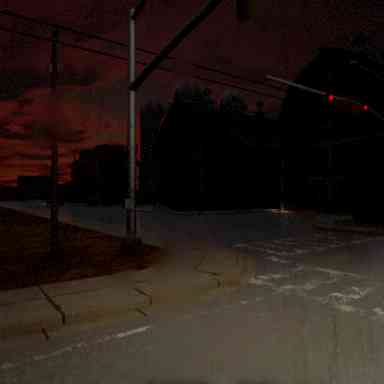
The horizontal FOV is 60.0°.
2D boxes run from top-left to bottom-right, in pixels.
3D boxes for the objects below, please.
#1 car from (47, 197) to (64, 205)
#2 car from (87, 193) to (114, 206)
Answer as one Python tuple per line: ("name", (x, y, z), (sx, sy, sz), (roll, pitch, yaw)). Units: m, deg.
("car", (-23.348, 1.537, 56.654), (1.994, 1.385, 4.181), (0, 0, -36))
("car", (-13.817, 1.118, 50.584), (3.866, 1.878, 1.905), (-2, 5, 11))
